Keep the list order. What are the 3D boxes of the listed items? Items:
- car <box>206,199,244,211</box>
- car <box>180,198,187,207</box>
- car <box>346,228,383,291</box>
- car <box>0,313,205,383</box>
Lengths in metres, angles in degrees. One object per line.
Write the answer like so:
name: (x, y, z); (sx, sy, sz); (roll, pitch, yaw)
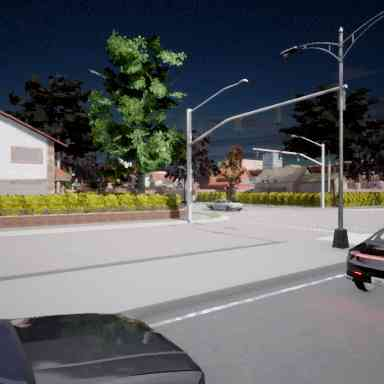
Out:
car: (3.780, 1.505, 38.442); (1.895, 1.301, 4.718); (0, 0, -36)
car: (-2.103, 1.483, 46.613); (1.895, 1.301, 4.718); (0, 0, -36)
car: (5.524, 1.474, 7.671); (4.902, 1.511, 2.128); (0, 0, -35)
car: (-2.418, 1.543, 2.021); (5.357, 1.411, 2.033); (0, 0, -36)
